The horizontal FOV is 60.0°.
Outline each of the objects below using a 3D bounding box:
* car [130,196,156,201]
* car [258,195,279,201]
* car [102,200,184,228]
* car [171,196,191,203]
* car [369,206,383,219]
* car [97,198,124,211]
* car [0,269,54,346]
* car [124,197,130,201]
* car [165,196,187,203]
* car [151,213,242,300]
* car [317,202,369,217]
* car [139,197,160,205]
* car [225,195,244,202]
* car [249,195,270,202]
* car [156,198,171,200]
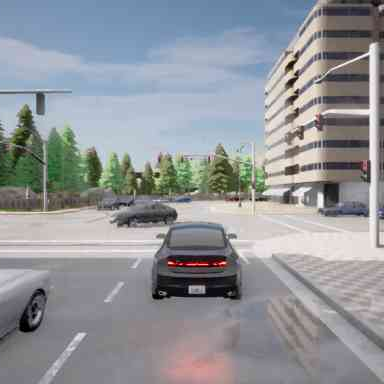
[{"bbox_3d":[-6.757,1.352,46.477,2.097,1.767,4.553,0,0,3],"label":"car"},{"bbox_3d":[18.507,1.500,80.625,4.892,1.490,1.837,0,0,-22],"label":"car"},{"bbox_3d":[-3.178,1.522,22.320,4.892,1.490,1.837,0,-2,-42],"label":"car"},{"bbox_3d":[-1.900,1.478,66.061,1.882,1.535,5.008,0,0,28],"label":"car"},{"bbox_3d":[17.697,1.581,27.551,4.674,1.442,1.812,0,0,0],"label":"car"},{"bbox_3d":[-10.399,1.505,41.671,1.837,1.490,4.892,0,0,2],"label":"car"},{"bbox_3d":[-3.426,1.601,3.869,1.895,1.301,4.718,0,0,0],"label":"car"},{"bbox_3d":[-9.961,1.547,51.367,2.033,1.411,5.357,0,0,6],"label":"car"},{"bbox_3d":[-3.310,1.540,70.779,2.033,1.411,5.357,0,0,31],"label":"car"},{"bbox_3d":[0.116,1.505,8.390,1.837,1.490,4.892,0,0,1],"label":"car"},{"bbox_3d":[14.601,1.603,31.061,5.357,1.411,2.033,0,0,0],"label":"car"},{"bbox_3d":[-7.784,1.601,61.277,1.895,1.301,4.718,0,0,20],"label":"car"},{"bbox_3d":[9.710,1.478,75.109,5.008,1.535,1.882,0,0,-41],"label":"car"},{"bbox_3d":[15.183,1.595,74.838,4.718,1.301,1.895,0,0,-33],"label":"car"},{"bbox_3d":[-5.631,1.601,56.257,1.895,1.301,4.718,0,0,14],"label":"car"}]
